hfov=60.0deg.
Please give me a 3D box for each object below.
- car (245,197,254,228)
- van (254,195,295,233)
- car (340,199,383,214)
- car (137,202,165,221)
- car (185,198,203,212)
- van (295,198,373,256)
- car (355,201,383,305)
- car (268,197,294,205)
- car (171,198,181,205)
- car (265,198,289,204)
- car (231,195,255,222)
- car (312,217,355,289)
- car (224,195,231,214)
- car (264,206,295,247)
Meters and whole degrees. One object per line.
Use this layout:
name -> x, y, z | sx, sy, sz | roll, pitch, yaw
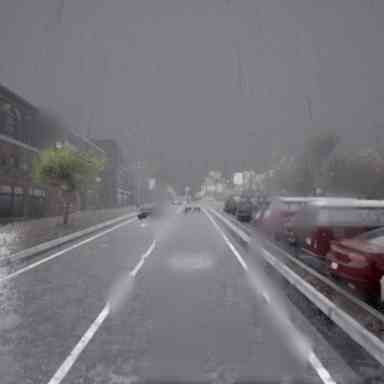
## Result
car -> 5.566, 1.354, 18.552 | 4.553, 1.767, 2.185 | 0, 0, 0
van -> 5.483, 1.252, 15.748 | 4.442, 1.987, 1.878 | 0, 0, 0
car -> 18.679, 1.552, 35.316 | 5.008, 1.535, 2.097 | 0, -1, 0
car -> -3.346, 1.577, 28.113 | 2.033, 1.411, 5.357 | 0, 0, 0
car -> 0.106, 1.757, 42.097 | 1.895, 1.301, 4.718 | 0, -1, 0
van -> 5.720, 1.247, 10.141 | 4.442, 1.987, 1.878 | 0, 0, 0
car -> 5.639, 1.218, 4.534 | 5.566, 2.045, 2.435 | 0, 0, 0
car -> 18.709, 1.909, 70.222 | 4.892, 1.521, 2.231 | 0, -1, 0
car -> -3.243, 1.962, 68.657 | 2.128, 1.511, 4.902 | 0, -1, 0
car -> 18.714, 1.982, 73.497 | 4.674, 1.452, 2.002 | 0, -1, 0
car -> 5.626, 1.234, 21.353 | 5.566, 2.045, 2.435 | 0, 0, 0
car -> 5.602, 1.471, 7.337 | 5.008, 1.535, 2.097 | 0, 0, 0
car -> 5.629, 1.264, 29.763 | 5.566, 2.045, 2.435 | 0, 0, 0
car -> 5.595, 1.476, 12.944 | 4.892, 1.521, 2.231 | 0, 0, 0
